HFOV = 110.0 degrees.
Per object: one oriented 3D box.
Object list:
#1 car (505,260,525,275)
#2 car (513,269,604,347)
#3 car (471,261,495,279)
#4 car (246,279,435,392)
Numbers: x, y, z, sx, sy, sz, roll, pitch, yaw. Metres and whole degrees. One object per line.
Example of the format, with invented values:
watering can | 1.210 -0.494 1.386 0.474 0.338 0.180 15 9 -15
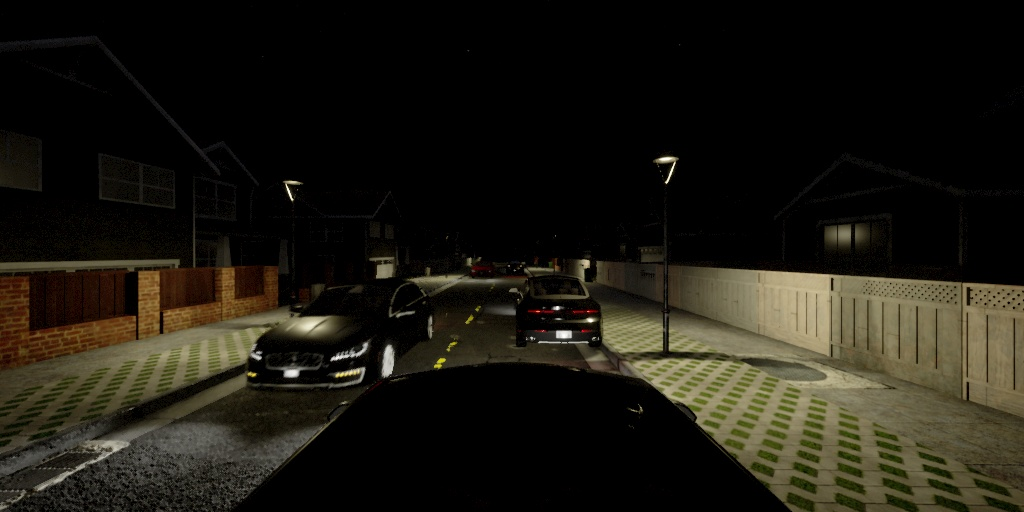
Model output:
car | 0.311 1.198 37.573 2.128 1.511 4.902 0 0 1
car | 1.010 1.251 9.265 1.837 1.490 4.892 0 0 0
car | -2.549 1.193 32.654 1.882 1.535 5.008 0 0 0
car | -2.810 1.252 7.026 1.837 1.490 4.892 0 0 0
